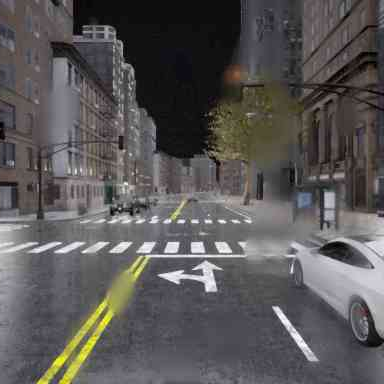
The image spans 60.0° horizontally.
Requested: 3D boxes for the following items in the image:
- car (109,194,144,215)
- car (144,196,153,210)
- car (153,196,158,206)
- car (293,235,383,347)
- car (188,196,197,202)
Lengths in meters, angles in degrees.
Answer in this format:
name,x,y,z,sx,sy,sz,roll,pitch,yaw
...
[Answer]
name,x,y,z,sx,sy,sz,roll,pitch,yaw
car,-6.589,1.197,33.284,2.150,2.045,5.566,0,0,1
car,-6.622,1.436,43.395,1.882,1.535,5.008,0,0,0
car,-6.619,1.420,53.713,2.128,1.511,4.902,0,0,0
car,3.346,1.524,6.171,1.812,1.442,4.674,0,0,0
car,0.058,1.462,69.392,1.895,1.301,4.718,0,0,0
